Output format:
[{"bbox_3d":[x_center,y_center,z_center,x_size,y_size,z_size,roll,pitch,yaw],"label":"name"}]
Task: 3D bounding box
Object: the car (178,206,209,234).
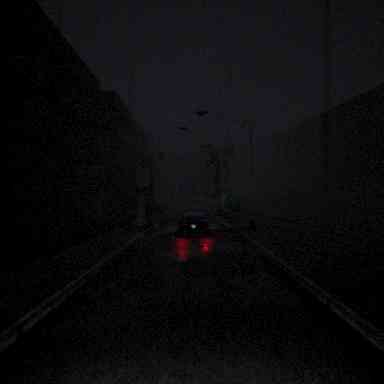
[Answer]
[{"bbox_3d":[0.081,1.815,21.189,1.812,1.442,4.674,0,-1,0],"label":"car"}]
